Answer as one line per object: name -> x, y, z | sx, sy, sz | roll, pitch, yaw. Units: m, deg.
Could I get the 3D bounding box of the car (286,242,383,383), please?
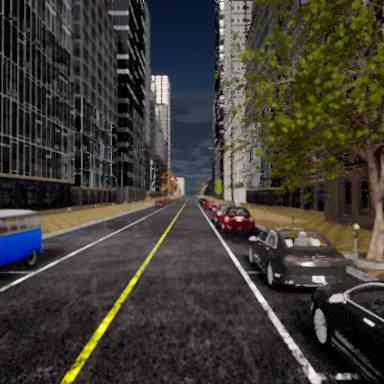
car -> 2.685, 1.580, 3.547 | 2.008, 1.369, 4.403 | 0, 0, 0

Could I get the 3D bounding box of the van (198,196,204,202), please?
van -> 2.513, 1.981, 94.625 | 1.690, 1.788, 3.998 | 0, 0, 0

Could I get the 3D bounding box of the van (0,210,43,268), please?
van -> -5.706, 1.418, 9.229 | 1.690, 1.788, 3.998 | 0, 0, 0

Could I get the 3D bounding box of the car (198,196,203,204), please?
car -> 2.566, 2.037, 66.162 | 1.947, 1.339, 4.313 | 0, 0, 0

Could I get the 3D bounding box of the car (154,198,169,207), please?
car -> -5.803, 1.983, 60.460 | 1.887, 1.381, 4.507 | 0, 0, 0

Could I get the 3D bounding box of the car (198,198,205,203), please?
car -> 2.523, 2.173, 88.930 | 1.947, 1.339, 4.313 | 0, 0, 0

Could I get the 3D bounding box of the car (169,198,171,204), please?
car -> -5.814, 2.056, 66.153 | 1.802, 1.307, 4.206 | 0, 0, 0

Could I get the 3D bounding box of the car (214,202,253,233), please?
car -> 2.653, 1.599, 20.625 | 1.967, 1.590, 4.097 | 0, 0, 0

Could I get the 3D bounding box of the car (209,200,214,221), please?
car -> 2.642, 1.641, 26.317 | 1.967, 1.590, 4.097 | 0, 0, 0

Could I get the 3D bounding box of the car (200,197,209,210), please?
car -> 2.599, 1.907, 49.086 | 1.887, 1.381, 4.507 | 0, 0, 0

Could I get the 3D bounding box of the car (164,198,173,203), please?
car -> -5.847, 2.143, 83.231 | 1.947, 1.339, 4.313 | 0, 0, 0

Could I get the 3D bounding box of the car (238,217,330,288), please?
car -> 2.674, 1.625, 9.239 | 2.008, 1.369, 4.403 | 0, 0, 0
